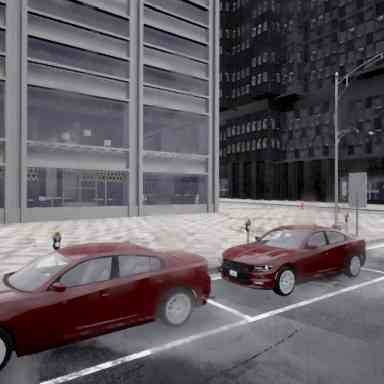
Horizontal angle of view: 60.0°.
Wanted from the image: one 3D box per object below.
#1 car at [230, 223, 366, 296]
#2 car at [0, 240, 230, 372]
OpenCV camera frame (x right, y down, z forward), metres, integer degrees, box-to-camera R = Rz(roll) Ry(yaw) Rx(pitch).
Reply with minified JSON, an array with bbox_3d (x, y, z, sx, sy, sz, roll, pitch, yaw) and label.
[{"bbox_3d":[2.736,1.545,8.635,4.507,1.381,1.887,0,0,-36],"label":"car"},{"bbox_3d":[-1.755,1.545,5.416,4.507,1.381,1.887,0,0,-36],"label":"car"}]
